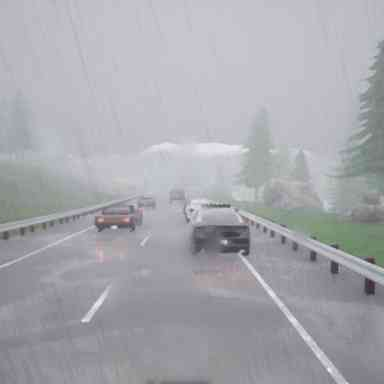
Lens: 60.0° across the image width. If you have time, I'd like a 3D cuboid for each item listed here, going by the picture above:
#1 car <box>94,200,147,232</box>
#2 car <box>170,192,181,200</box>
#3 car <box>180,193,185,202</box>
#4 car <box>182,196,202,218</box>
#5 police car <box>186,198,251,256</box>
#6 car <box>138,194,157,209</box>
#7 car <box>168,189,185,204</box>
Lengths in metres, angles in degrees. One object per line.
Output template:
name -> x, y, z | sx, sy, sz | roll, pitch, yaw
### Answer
car -> -3.803, 1.342, 18.084 | 1.895, 1.301, 4.718 | 0, 1, -2
car -> -3.028, 0.693, 60.075 | 2.033, 1.411, 5.357 | 0, 1, -4
car -> 0.167, 1.099, 28.499 | 1.837, 1.490, 4.892 | 0, 1, -3
car -> 0.491, 1.206, 22.433 | 1.812, 1.442, 4.674 | 0, 1, -3
police car -> 0.865, 1.247, 12.424 | 1.930, 1.638, 5.238 | 0, 1, -2
car -> -4.780, 0.982, 35.691 | 2.128, 1.511, 4.902 | 0, 1, -4
car -> -2.097, 0.558, 46.525 | 2.150, 2.045, 5.566 | 0, 1, -4
